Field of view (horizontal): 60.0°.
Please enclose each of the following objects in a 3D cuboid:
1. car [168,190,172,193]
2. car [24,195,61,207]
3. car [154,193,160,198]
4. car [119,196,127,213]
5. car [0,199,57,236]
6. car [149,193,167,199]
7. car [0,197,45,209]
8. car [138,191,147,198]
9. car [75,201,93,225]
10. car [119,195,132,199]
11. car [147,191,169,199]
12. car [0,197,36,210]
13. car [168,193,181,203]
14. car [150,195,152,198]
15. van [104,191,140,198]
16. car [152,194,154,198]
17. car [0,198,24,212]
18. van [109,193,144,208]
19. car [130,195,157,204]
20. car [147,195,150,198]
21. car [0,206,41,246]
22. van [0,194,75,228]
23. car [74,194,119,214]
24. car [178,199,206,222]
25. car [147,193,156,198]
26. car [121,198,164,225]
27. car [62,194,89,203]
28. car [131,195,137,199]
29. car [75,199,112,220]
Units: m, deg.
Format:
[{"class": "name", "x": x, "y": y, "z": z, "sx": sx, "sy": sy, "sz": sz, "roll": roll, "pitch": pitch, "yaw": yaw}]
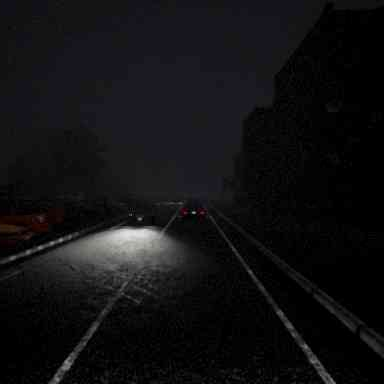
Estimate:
[{"class": "car", "x": -9.334, "y": 1.050, "z": 95.133, "sx": 5.366, "sy": 1.575, "sz": 1.946, "roll": 0, "pitch": 0, "yaw": 0}, {"class": "car", "x": -22.299, "y": 1.284, "z": 49.618, "sx": 4.553, "sy": 1.767, "sz": 2.185, "roll": 0, "pitch": 0, "yaw": 0}, {"class": "car", "x": -8.999, "y": 1.372, "z": 60.677, "sx": 5.366, "sy": 1.575, "sz": 1.946, "roll": 0, "pitch": 0, "yaw": 0}, {"class": "car", "x": -9.356, "y": 1.463, "z": 32.846, "sx": 4.892, "sy": 1.521, "sz": 2.231, "roll": 0, "pitch": 0, "yaw": 0}, {"class": "car", "x": -9.417, "y": 1.374, "z": 16.145, "sx": 4.553, "sy": 1.767, "sz": 2.185, "roll": 0, "pitch": 0, "yaw": 0}, {"class": "car", "x": -9.200, "y": 1.122, "z": 89.481, "sx": 4.674, "sy": 1.452, "sz": 2.002, "roll": 0, "pitch": 0, "yaw": 0}, {"class": "car", "x": -22.549, "y": 1.425, "z": 43.925, "sx": 5.366, "sy": 1.575, "sz": 1.946, "roll": 0, "pitch": 0, "yaw": 0}, {"class": "car", "x": -9.255, "y": 1.177, "z": 43.978, "sx": 5.566, "sy": 2.045, "sz": 2.435, "roll": 0, "pitch": 0, "yaw": 0}, {"class": "car", "x": -9.386, "y": 1.519, "z": 21.713, "sx": 4.792, "sy": 1.488, "sz": 2.163, "roll": 0, "pitch": 0, "yaw": 0}, {"class": "car", "x": -9.518, "y": 1.451, "z": 35.630, "sx": 5.366, "sy": 1.575, "sz": 1.946, "roll": 0, "pitch": 0, "yaw": 0}, {"class": "car", "x": -9.251, "y": 1.126, "z": 86.654, "sx": 4.792, "sy": 1.488, "sz": 2.163, "roll": 0, "pitch": 0, "yaw": 0}, {"class": "car", "x": -22.385, "y": 1.436, "z": 41.265, "sx": 5.008, "sy": 1.535, "sz": 2.097, "roll": 0, "pitch": 0, "yaw": 0}, {"class": "car", "x": -3.140, "y": 1.346, "z": 64.789, "sx": 1.812, "sy": 1.442, "sz": 4.674, "roll": 0, "pitch": 0, "yaw": 1}, {"class": "car", "x": -9.205, "y": 1.431, "z": 52.328, "sx": 4.792, "sy": 1.488, "sz": 2.163, "roll": 0, "pitch": 0, "yaw": 0}, {"class": "van", "x": -9.183, "y": 1.212, "z": 41.195, "sx": 4.442, "sy": 1.987, "sz": 1.878, "roll": 0, "pitch": 0, "yaw": 0}, {"class": "car", "x": -9.220, "y": 1.433, "z": 55.112, "sx": 4.674, "sy": 1.452, "sz": 2.002, "roll": 0, "pitch": 0, "yaw": 0}, {"class": "car", "x": -22.366, "y": 1.474, "z": 38.478, "sx": 4.792, "sy": 1.488, "sz": 2.163, "roll": 0, "pitch": 0, "yaw": 0}, {"class": "van", "x": -9.152, "y": 1.194, "z": 46.636, "sx": 4.442, "sy": 1.987, "sz": 1.878, "roll": 0, "pitch": 0, "yaw": 0}, {"class": "car", "x": -9.184, "y": 1.407, "z": 63.320, "sx": 4.674, "sy": 1.452, "sz": 2.002, "roll": -1, "pitch": 0, "yaw": 1}, {"class": "car", "x": -9.244, "y": 1.412, "z": 49.545, "sx": 4.892, "sy": 1.521, "sz": 2.231, "roll": 0, "pitch": 0, "yaw": 0}, {"class": "car", "x": -9.279, "y": 1.501, "z": 13.361, "sx": 5.366, "sy": 1.575, "sz": 1.946, "roll": 0, "pitch": 0, "yaw": 0}, {"class": "van", "x": -9.315, "y": 1.269, "z": 18.865, "sx": 4.442, "sy": 1.987, "sz": 1.878, "roll": 0, "pitch": 0, "yaw": 0}, {"class": "car", "x": -9.335, "y": 1.344, "z": 30.061, "sx": 4.553, "sy": 1.767, "sz": 2.185, "roll": 0, "pitch": 0, "yaw": 0}, {"class": "car", "x": 0.132, "y": 1.508, "z": 25.991, "sx": 2.033, "sy": 1.411, "sz": 5.357, "roll": 0, "pitch": 0, "yaw": 0}, {"class": "car", "x": -9.230, "y": 1.414, "z": 57.895, "sx": 4.792, "sy": 1.488, "sz": 2.163, "roll": 0, "pitch": 0, "yaw": 0}, {"class": "car", "x": -3.322, "y": 1.458, "z": 23.645, "sx": 2.128, "sy": 1.511, "sz": 4.902, "roll": 0, "pitch": 0, "yaw": 0}, {"class": "car", "x": -22.217, "y": 1.239, "z": 63.543, "sx": 4.553, "sy": 1.767, "sz": 2.185, "roll": 0, "pitch": 0, "yaw": 0}, {"class": "car", "x": -9.310, "y": 1.447, "z": 38.412, "sx": 4.892, "sy": 1.521, "sz": 2.231, "roll": 0, "pitch": 0, "yaw": 0}, {"class": "car", "x": -9.385, "y": 1.516, "z": 27.279, "sx": 4.674, "sy": 1.452, "sz": 2.002, "roll": 0, "pitch": 0, "yaw": 0}]
